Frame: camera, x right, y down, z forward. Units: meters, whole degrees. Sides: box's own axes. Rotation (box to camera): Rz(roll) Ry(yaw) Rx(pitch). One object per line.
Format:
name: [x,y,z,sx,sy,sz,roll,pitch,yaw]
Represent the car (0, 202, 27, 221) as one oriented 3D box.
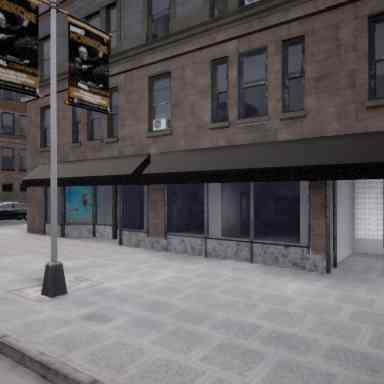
car: [-14.158,1.545,25.258,1.837,1.490,4.892,0,0,37]
